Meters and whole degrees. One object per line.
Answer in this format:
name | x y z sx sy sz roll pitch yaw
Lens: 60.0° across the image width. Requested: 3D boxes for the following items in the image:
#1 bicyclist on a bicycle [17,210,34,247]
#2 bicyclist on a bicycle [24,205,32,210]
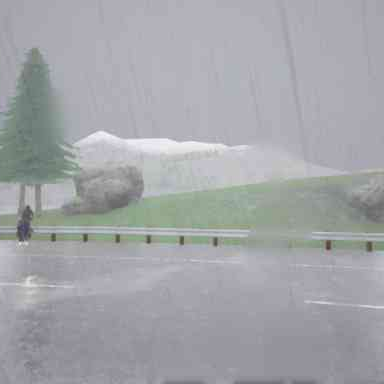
bicyclist on a bicycle | -7.187 1.730 14.183 0.582 1.656 1.620 0 -1 -24
bicyclist on a bicycle | -7.827 1.453 15.834 0.582 1.620 1.656 0 1 -35
